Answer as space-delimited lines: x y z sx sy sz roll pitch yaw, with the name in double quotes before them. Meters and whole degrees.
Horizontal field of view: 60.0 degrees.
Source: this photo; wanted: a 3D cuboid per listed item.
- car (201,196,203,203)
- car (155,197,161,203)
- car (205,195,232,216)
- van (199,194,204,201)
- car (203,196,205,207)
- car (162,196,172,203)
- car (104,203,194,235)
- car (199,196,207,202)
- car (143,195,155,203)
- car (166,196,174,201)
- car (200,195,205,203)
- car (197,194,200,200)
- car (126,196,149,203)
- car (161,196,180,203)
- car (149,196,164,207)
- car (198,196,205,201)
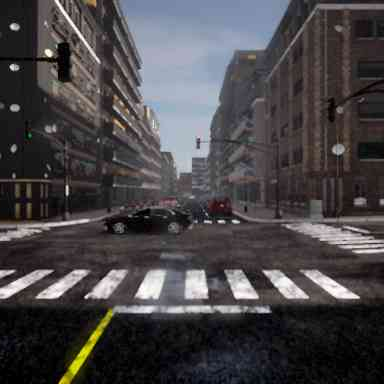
"car" 2.692 1.612 48.719 1.947 1.339 4.313 0 0 0
"car" -5.689 1.351 43.172 2.192 1.841 5.009 0 0 0
"car" 2.690 1.333 32.081 2.192 1.841 5.009 0 0 0
"van" 2.692 1.410 59.811 1.690 1.788 3.998 0 0 0
"car" 2.692 1.562 43.344 1.752 1.417 4.829 0 0 0
"car" -5.688 1.663 76.432 1.887 1.381 4.507 0 0 0
"car" -2.343 1.547 18.345 4.892 1.490 1.837 0 0 0
"car" 2.693 1.687 81.991 2.008 1.369 4.403 0 0 0
"car" -5.690 1.467 37.628 1.967 1.590 4.097 0 0 0
"car" -5.687 1.700 87.521 1.887 1.381 4.507 0 0 0
"car" 2.692 1.601 54.264 1.887 1.381 4.507 0 0 0
"car" 2.692 1.540 70.900 1.967 1.590 4.097 0 0 0
"car" -5.690 1.458 32.083 1.967 1.590 4.097 0 0 0
"car" -3.085 1.389 43.483 2.097 1.767 4.553 0 0 0
"car" -5.689 1.497 54.259 1.967 1.590 4.097 0 0 0
"car" 2.694 1.719 93.082 1.887 1.381 4.507 0 0 0
